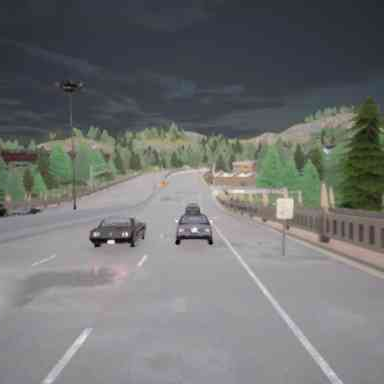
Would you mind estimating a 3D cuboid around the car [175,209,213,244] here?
[{"bbox_3d":[0.103,1.820,17.495,2.033,1.411,5.357,0,-1,0],"label":"car"}]

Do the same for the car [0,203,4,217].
[{"bbox_3d":[-20.995,1.936,34.247,2.097,1.767,4.553,0,-1,0],"label":"car"}]

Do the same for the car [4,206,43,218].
[{"bbox_3d":[-17.495,2.166,35.187,1.994,1.385,4.181,0,-1,0],"label":"car"}]

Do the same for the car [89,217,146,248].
[{"bbox_3d":[-3.397,1.853,16.203,1.895,1.301,4.718,0,-1,0],"label":"car"}]

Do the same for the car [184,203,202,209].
[{"bbox_3d":[0.104,2.147,40.338,1.837,1.490,4.892,0,-1,0],"label":"car"}]
